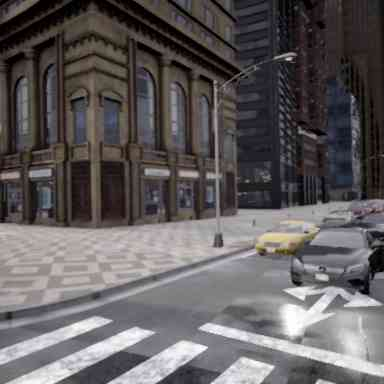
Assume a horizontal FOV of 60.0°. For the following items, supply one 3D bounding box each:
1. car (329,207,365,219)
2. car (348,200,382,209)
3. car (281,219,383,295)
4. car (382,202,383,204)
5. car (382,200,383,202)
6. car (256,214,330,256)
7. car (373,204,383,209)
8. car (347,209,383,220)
[{"bbox_3d":[9.948,1.929,22.319,2.008,1.369,4.403,-2,-2,35],"label":"car"},{"bbox_3d":[15.528,1.769,30.344,2.192,1.841,5.009,-2,-2,35],"label":"car"},{"bbox_3d":[4.383,1.743,9.629,1.812,1.442,4.674,-1,-1,36],"label":"car"},{"bbox_3d":[18.326,2.036,34.347,1.887,1.381,4.507,-2,-2,35],"label":"car"},{"bbox_3d":[21.116,1.968,38.359,1.967,1.590,4.097,-2,-2,35],"label":"car"},{"bbox_3d":[4.265,1.825,14.161,1.752,1.417,4.829,-2,-2,35],"label":"car"},{"bbox_3d":[16.032,1.925,26.364,2.033,1.411,5.357,-1,-1,35],"label":"car"},{"bbox_3d":[9.948,1.842,17.645,2.033,1.411,5.357,-1,-1,35],"label":"car"}]
